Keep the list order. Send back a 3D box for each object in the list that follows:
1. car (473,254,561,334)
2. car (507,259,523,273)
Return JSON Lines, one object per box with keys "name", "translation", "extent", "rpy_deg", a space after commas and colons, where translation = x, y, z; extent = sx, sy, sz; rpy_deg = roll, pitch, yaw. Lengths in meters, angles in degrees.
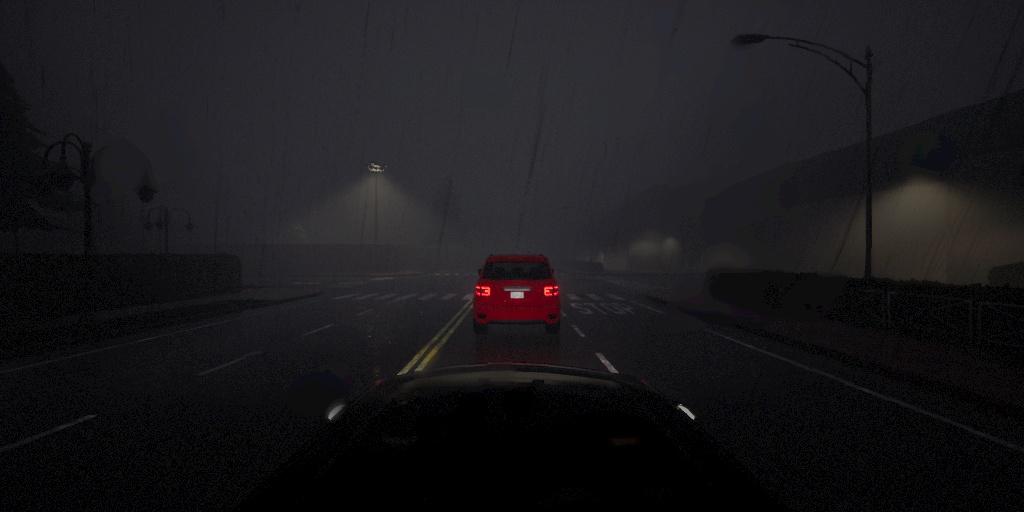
{"name": "car", "translation": [0.122, 0.971, 10.749], "extent": [2.150, 2.045, 5.566], "rpy_deg": [0, 0, 0]}
{"name": "car", "translation": [0.360, 1.228, 45.602], "extent": [1.882, 1.535, 5.008], "rpy_deg": [0, 0, 1]}
